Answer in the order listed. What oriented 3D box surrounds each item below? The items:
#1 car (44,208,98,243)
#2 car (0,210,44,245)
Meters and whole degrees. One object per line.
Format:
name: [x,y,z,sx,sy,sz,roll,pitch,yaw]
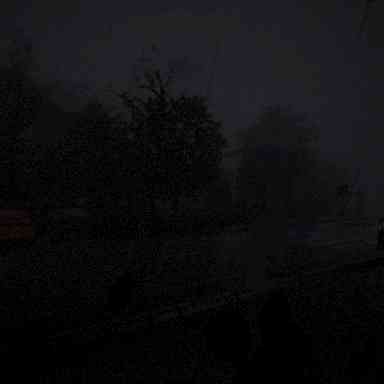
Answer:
car: [-6.264,1.534,16.743,2.231,1.521,4.892,0,0,-35]
car: [-8.510,1.542,15.148,2.097,1.535,5.008,0,0,-35]
